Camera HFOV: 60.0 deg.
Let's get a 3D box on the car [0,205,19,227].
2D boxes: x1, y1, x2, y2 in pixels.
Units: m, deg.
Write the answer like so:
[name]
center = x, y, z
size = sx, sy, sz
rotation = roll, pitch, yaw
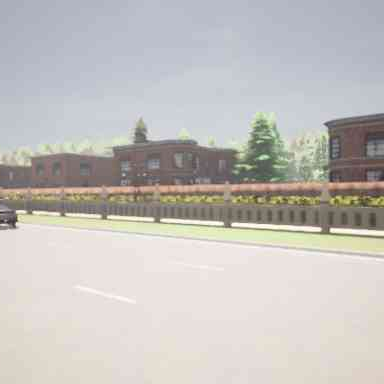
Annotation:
[car]
center = -13.482, 1.595, 22.162
size = 4.902, 1.511, 2.128
rotation = 0, 0, 36
